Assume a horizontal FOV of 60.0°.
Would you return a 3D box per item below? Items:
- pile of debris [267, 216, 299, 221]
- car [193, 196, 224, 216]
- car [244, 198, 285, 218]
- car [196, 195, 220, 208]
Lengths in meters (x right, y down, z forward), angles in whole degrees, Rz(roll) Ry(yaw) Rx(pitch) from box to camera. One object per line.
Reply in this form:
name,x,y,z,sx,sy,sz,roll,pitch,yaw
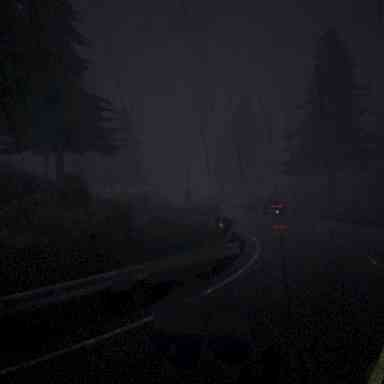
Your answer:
pile of debris,6.590,1.909,24.203,1.500,0.140,1.860,-1,0,-14
car,1.408,1.296,30.227,1.882,1.535,5.008,-1,0,-14
car,5.849,1.239,27.301,1.837,1.490,4.892,-1,0,-13
car,2.017,1.212,43.876,1.882,1.535,5.008,-1,1,-13
